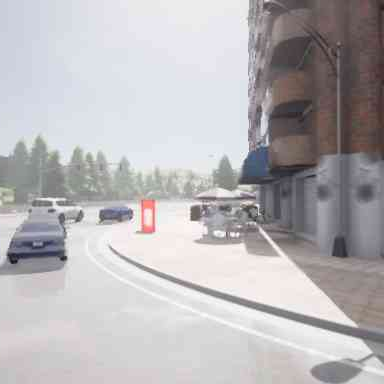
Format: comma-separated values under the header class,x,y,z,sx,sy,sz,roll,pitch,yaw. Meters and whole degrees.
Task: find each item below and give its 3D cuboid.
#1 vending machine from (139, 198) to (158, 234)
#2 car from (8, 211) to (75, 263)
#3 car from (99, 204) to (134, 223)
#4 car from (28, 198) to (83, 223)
class,x,y,z,sx,sy,sz,roll,pitch,yaw
vending machine,-2.606,1.423,19.867,1.100,2.100,0.880,0,-1,-5
car,-5.707,1.695,12.704,2.033,1.411,5.357,0,-1,-21
car,-6.619,1.815,29.496,1.882,1.535,5.008,0,-1,6
car,-10.518,1.520,26.059,2.150,2.045,5.566,0,-1,5
